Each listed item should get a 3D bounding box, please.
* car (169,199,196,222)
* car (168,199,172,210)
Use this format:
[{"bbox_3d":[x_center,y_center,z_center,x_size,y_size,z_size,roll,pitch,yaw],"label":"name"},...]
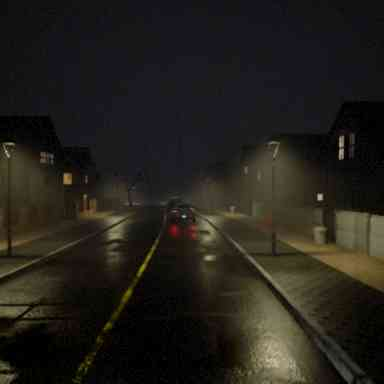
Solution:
[{"bbox_3d":[-0.722,1.562,26.533,1.812,1.442,4.674,0,0,-4],"label":"car"},{"bbox_3d":[-2.103,1.602,42.910,1.882,1.535,5.008,0,0,-6],"label":"car"}]
